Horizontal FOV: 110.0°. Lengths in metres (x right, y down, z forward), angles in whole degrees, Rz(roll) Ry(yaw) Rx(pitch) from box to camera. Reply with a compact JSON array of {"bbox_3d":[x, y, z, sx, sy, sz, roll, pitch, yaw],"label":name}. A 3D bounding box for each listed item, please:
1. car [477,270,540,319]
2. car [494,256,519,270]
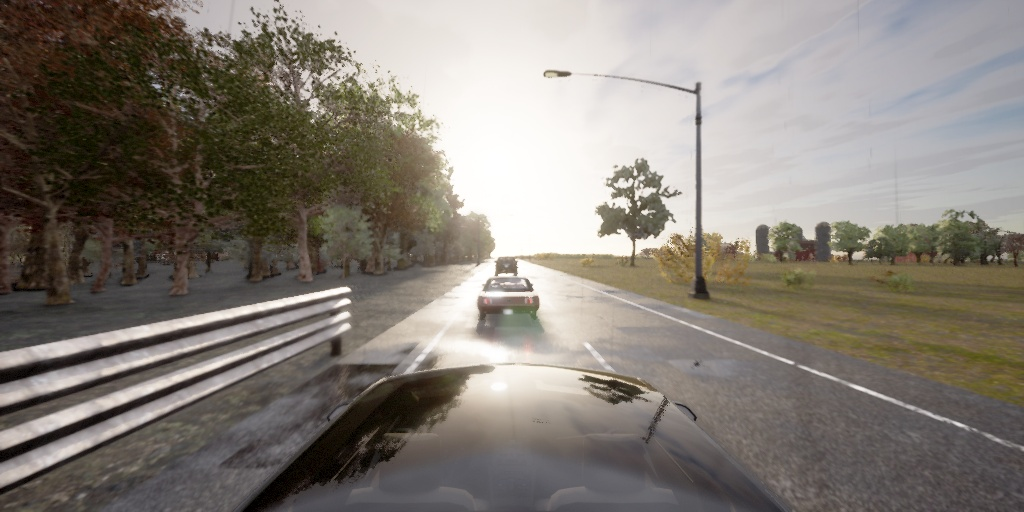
[{"bbox_3d":[-0.143,1.360,12.780,1.895,1.301,4.718,0,0,-1],"label":"car"},{"bbox_3d":[-0.528,1.006,34.327,2.150,2.045,5.566,0,0,-1],"label":"car"}]
